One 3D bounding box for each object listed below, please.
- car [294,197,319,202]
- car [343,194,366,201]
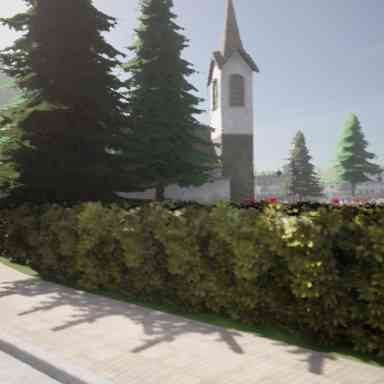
[{"bbox_3d":[24.875,1.660,73.554,4.514,1.523,2.007,-1,-1,35],"label":"car"},{"bbox_3d":[39.724,1.536,81.434,3.633,1.501,1.845,-1,-1,35],"label":"car"}]
